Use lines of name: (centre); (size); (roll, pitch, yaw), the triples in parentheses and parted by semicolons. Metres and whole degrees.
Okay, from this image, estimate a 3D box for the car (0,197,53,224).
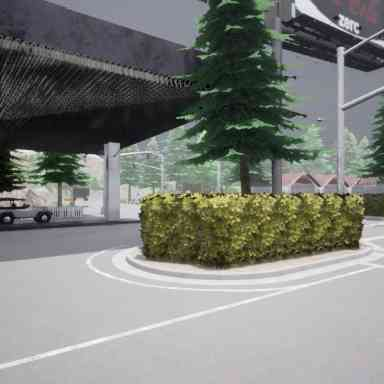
car: (-11.996, 1.313, 23.467); (3.866, 1.878, 1.905); (0, 0, -36)
